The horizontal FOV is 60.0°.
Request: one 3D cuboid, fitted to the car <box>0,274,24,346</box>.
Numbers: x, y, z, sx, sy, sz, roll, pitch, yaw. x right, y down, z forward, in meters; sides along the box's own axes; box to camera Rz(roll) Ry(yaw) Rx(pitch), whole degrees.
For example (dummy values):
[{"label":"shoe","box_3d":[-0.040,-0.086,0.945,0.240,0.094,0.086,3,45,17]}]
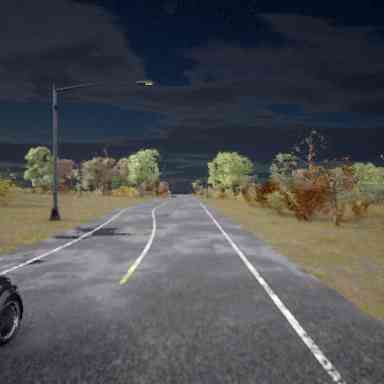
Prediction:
[{"label":"car","box_3d":[-3.632,1.565,3.526,1.994,1.385,4.181,0,0,0]}]
